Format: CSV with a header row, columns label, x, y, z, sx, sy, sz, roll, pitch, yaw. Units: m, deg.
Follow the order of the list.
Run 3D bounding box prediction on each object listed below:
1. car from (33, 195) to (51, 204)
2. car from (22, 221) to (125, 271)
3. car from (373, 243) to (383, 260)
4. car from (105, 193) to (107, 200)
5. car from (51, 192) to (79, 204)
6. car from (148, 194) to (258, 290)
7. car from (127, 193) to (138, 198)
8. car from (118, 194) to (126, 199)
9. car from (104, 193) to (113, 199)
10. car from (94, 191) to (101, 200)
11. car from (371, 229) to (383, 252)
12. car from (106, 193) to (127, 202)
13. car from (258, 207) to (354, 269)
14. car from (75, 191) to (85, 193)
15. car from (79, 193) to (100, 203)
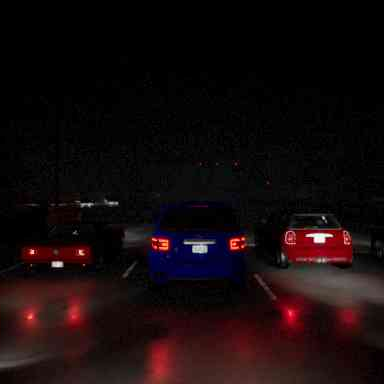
label,x,y,z,sx,sy,sz,roll,pitch,yaw
car,-25.147,1.237,56.320,1.837,1.490,4.892,0,2,0
car,-3.489,1.584,10.839,1.895,1.301,4.718,0,0,0
car,3.594,1.489,2.113,2.128,1.511,4.902,0,0,0
car,-18.299,1.123,75.427,1.837,1.490,4.892,0,0,-1
car,-21.656,1.213,56.920,1.882,1.535,5.008,0,1,0
car,0.043,1.207,9.202,2.150,2.045,5.566,0,0,-2
car,-14.841,0.956,79.021,2.097,1.767,4.553,0,0,-1
car,-19.034,1.125,90.723,1.895,1.301,4.718,0,0,-7
car,-22.436,1.059,89.843,1.812,1.442,4.674,0,0,-7
car,-21.790,1.151,74.664,1.812,1.442,4.674,0,0,-1
car,7.018,1.477,9.406,2.128,1.511,4.902,0,0,0
car,-14.706,1.287,65.035,1.895,1.301,4.718,0,0,0
car,3.505,1.334,11.303,2.097,1.767,4.553,0,0,0
car,-25.281,0.857,73.811,2.150,2.045,5.566,0,0,-1
car,-18.172,1.288,58.554,1.994,1.385,4.181,0,0,0
